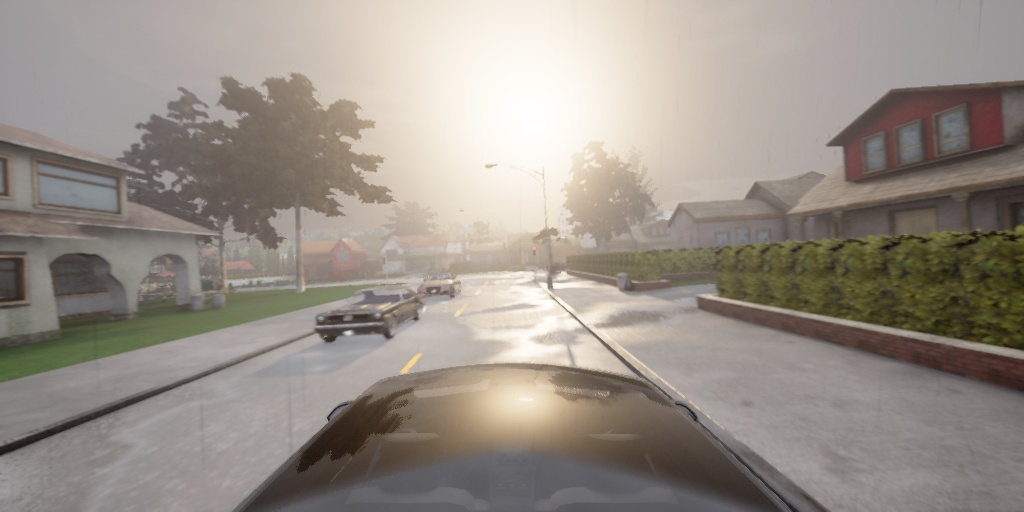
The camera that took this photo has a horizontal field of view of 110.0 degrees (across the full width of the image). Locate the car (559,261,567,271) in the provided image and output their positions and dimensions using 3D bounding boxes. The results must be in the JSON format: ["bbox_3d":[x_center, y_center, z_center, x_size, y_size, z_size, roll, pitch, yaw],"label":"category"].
[{"bbox_3d":[8.207,1.148,45.680,4.892,1.490,1.837,-3,-2,-2],"label":"car"}]

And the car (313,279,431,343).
[{"bbox_3d":[-4.146,1.661,11.258,1.895,1.301,4.718,-3,0,0],"label":"car"}]

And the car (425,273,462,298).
[{"bbox_3d":[-4.189,1.707,21.228,1.994,1.385,4.181,-3,0,0],"label":"car"}]
